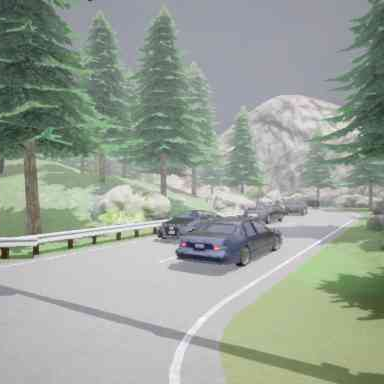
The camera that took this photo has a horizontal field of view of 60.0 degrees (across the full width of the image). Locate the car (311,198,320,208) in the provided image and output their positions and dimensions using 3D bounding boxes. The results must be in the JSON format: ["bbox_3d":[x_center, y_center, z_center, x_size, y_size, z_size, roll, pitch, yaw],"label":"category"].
[{"bbox_3d":[16.105,1.535,47.800,1.882,1.535,5.008,2,-1,-19],"label":"car"}]

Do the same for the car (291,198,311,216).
[{"bbox_3d":[10.518,1.523,33.493,1.837,1.490,4.892,0,0,25],"label":"car"}]

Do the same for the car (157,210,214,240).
[{"bbox_3d":[0.148,1.572,16.204,1.994,1.385,4.181,0,0,32],"label":"car"}]

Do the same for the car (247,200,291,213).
[{"bbox_3d":[5.373,1.505,24.666,2.128,1.511,4.902,0,0,32],"label":"car"}]

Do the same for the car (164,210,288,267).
[{"bbox_3d":[1.534,1.593,11.580,2.033,1.411,5.357,0,0,32],"label":"car"}]
